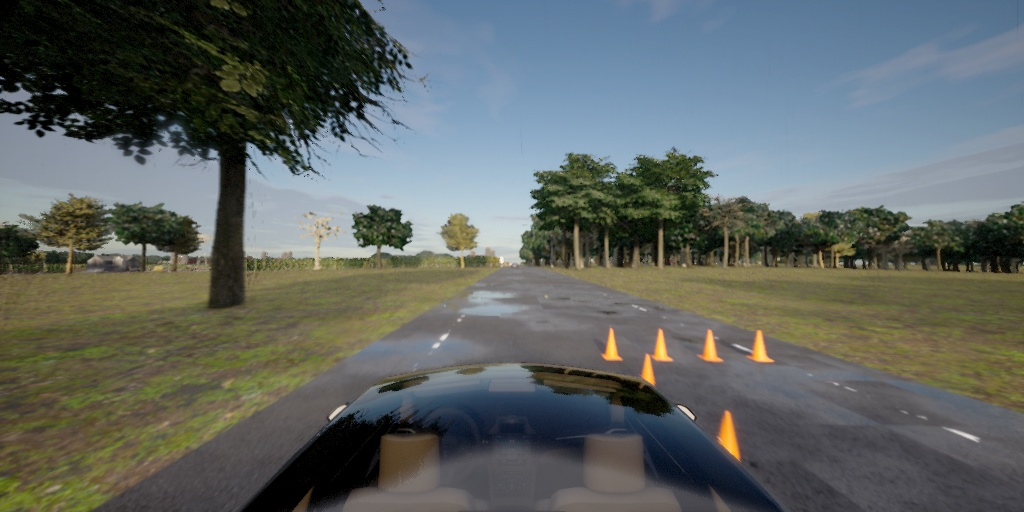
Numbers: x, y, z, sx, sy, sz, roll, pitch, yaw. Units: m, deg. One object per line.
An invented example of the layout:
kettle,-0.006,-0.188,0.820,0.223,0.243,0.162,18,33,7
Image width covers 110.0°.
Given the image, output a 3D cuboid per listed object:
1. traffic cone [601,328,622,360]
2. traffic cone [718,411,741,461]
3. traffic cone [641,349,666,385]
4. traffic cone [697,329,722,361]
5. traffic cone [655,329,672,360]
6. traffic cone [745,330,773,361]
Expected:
traffic cone,2.029,1.777,7.327,0.340,0.580,0.340,0,0,0
traffic cone,1.998,1.739,3.327,0.340,0.580,0.340,0,0,0
traffic cone,2.014,1.758,5.327,0.340,0.580,0.340,0,0,0
traffic cone,4.028,1.795,7.311,0.340,0.580,0.340,0,0,0
traffic cone,3.029,1.786,7.319,0.340,0.580,0.340,0,0,0
traffic cone,5.028,1.804,7.303,0.340,0.580,0.340,0,0,0
